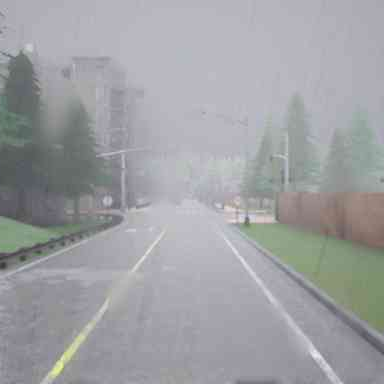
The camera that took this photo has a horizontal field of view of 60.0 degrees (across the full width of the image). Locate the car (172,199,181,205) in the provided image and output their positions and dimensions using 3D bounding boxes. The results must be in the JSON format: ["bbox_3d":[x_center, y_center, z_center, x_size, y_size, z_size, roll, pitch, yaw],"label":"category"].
[{"bbox_3d":[-3.515,2.416,78.822,1.994,1.385,4.181,0,-1,0],"label":"car"}]
